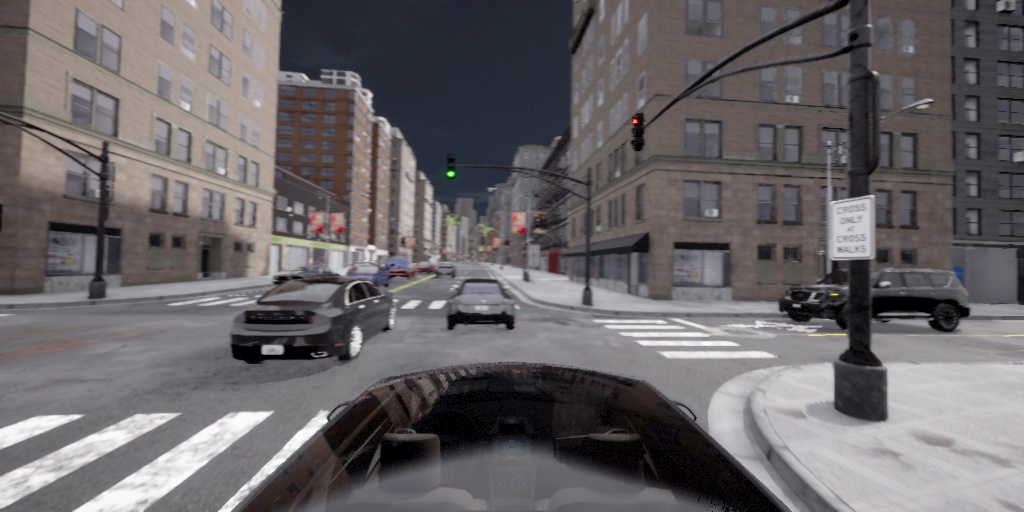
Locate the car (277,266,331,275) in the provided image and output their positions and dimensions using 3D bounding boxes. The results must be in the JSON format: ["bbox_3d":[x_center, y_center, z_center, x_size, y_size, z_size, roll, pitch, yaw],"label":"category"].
[{"bbox_3d":[-11.899,1.250,21.062,1.895,1.301,4.718,1,-1,-5],"label":"car"}]

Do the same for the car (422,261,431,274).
[{"bbox_3d":[-10.806,1.403,44.438,1.882,1.535,5.008,1,0,-4],"label":"car"}]

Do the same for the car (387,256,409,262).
[{"bbox_3d":[-14.063,1.065,44.364,2.150,2.045,5.566,1,-1,-5],"label":"car"}]

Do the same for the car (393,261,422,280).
[{"bbox_3d":[-9.653,1.419,31.977,1.895,1.301,4.718,1,-1,-5],"label":"car"}]

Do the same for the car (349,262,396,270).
[{"bbox_3d":[-8.681,1.262,21.686,1.812,1.442,4.674,1,-1,-5],"label":"car"}]

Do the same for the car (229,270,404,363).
[{"bbox_3d":[-3.924,1.214,7.956,1.837,1.490,4.892,1,0,-5],"label":"car"}]

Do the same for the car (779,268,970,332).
[{"bbox_3d":[12.427,1.409,12.446,5.566,2.045,2.150,2,-2,-5],"label":"car"}]

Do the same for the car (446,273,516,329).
[{"bbox_3d":[-1.008,1.415,11.636,1.994,1.385,4.181,1,-1,-5],"label":"car"}]

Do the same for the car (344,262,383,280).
[{"bbox_3d":[-12.859,1.258,31.438,1.812,1.442,4.674,1,-1,-5],"label":"car"}]

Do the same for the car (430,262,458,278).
[{"bbox_3d":[-6.580,1.429,36.043,2.128,1.511,4.902,1,-1,-5],"label":"car"}]
